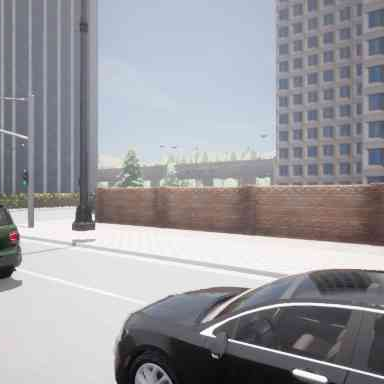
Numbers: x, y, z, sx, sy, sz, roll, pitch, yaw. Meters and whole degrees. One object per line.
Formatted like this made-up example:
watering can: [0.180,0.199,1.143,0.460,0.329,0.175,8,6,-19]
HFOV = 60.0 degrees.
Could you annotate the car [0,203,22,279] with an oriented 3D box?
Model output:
car: [-6.715,1.221,8.752,5.566,2.045,2.150,0,0,35]

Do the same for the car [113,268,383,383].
car: [1.368,1.505,3.016,4.892,1.490,1.837,0,0,35]

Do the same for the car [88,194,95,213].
car: [-9.056,1.221,36.763,2.150,2.045,5.566,0,0,35]
